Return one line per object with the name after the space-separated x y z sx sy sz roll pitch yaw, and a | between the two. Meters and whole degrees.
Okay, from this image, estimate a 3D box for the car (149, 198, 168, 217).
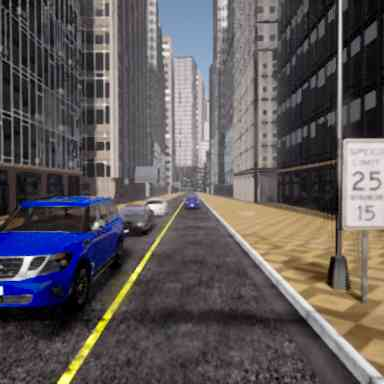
-3.079 1.293 28.220 1.812 1.442 4.674 0 0 0 | car

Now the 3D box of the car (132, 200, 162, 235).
-3.088 1.402 18.215 2.033 1.411 5.357 0 1 0 | car

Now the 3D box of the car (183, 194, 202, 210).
0.005 1.204 37.664 1.812 1.442 4.674 0 0 0 | car

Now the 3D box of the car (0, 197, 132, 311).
-3.097 1.167 7.963 2.150 2.045 5.566 0 1 0 | car

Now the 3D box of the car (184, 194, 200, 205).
0.014 1.082 48.492 2.128 1.511 4.902 0 1 0 | car
